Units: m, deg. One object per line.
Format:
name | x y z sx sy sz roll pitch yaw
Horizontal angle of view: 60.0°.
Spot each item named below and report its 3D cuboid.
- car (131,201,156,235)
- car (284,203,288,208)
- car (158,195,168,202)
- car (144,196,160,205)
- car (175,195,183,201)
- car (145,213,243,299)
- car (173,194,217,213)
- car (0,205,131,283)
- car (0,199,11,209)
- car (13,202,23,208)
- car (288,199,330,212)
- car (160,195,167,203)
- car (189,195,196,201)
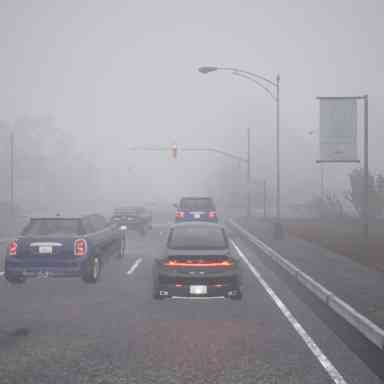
car | -3.360 1.505 18.774 1.837 1.490 4.892 0 0 0
car | 14.545 1.547 42.150 5.357 1.411 2.033 0 0 3
car | -6.830 1.478 78.035 1.882 1.535 5.008 0 0 0
car | -6.964 1.526 55.740 1.812 1.442 4.674 0 0 0
car | -3.312 1.471 85.958 1.882 1.535 5.008 0 0 0
car | 0.118 1.505 8.400 1.837 1.490 4.892 0 0 0
car | 0.163 1.221 18.248 2.150 2.045 5.566 0 0 -2
car | -3.379 1.352 9.815 2.097 1.767 4.553 0 0 0
car | -21.445 1.492 33.457 4.902 1.511 2.128 0 0 5
car | -21.355 1.492 37.046 4.902 1.511 2.128 0 0 3
car | 14.136 1.505 38.667 4.892 1.490 1.837 0 0 3
car | -6.869 1.547 67.462 2.033 1.411 5.357 0 0 1
car | 0.187 1.471 85.950 1.882 1.535 5.008 0 0 0
